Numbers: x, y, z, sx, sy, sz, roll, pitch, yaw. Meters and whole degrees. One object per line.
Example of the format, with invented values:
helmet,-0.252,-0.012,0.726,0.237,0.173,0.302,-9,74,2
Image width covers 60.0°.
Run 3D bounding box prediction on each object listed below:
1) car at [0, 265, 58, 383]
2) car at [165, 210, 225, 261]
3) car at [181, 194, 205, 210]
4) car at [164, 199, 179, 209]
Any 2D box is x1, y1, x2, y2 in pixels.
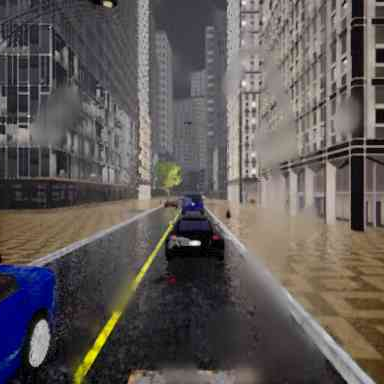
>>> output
car,-2.853,1.478,2.758,1.882,1.535,5.008,0,0,0
car,0.092,1.566,12.365,1.994,1.385,4.181,0,0,0
car,0.089,1.227,33.629,2.150,2.045,5.566,0,0,0
car,-2.850,1.616,45.925,1.895,1.301,4.718,0,0,0
